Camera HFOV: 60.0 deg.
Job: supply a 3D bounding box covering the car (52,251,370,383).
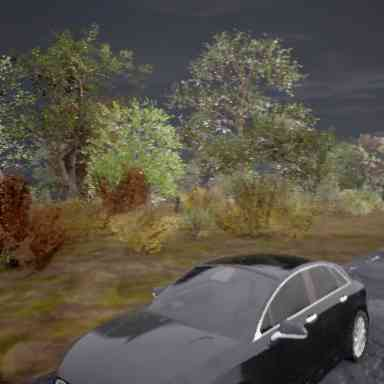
[{"bbox_3d":[0.746,1.635,4.324,1.837,1.490,4.892,-2,-3,44],"label":"car"}]
